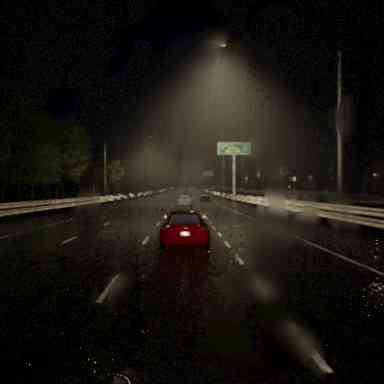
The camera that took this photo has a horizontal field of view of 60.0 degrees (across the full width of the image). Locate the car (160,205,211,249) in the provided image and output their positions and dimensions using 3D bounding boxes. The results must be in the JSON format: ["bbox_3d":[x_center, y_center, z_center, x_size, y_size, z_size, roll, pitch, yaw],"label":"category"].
[{"bbox_3d":[-0.299,1.484,14.170,1.994,1.385,4.181,0,0,-1],"label":"car"}]

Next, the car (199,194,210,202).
[{"bbox_3d":[2.352,1.067,61.060,2.128,1.511,4.902,0,1,-1],"label":"car"}]

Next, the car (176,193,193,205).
[{"bbox_3d":[-0.955,1.251,44.149,1.812,1.442,4.674,0,0,-1],"label":"car"}]

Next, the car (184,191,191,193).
[{"bbox_3d":[-1.274,1.116,62.675,2.033,1.411,5.357,0,1,-1],"label":"car"}]
